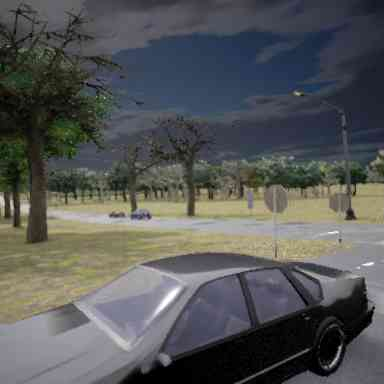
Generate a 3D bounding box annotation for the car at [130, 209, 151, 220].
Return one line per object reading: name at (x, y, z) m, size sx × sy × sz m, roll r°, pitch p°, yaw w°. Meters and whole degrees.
car at (-8.486, 3.585, 54.566) m, size 2.097 × 1.767 × 4.553 m, roll -2°, pitch -1°, yaw -34°

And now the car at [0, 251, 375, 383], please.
car at (0.063, 1.507, 3.913) m, size 5.357 × 1.411 × 2.033 m, roll -1°, pitch 1°, yaw -36°

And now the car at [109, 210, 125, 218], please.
car at (-14.118, 4.173, 62.787) m, size 1.812 × 1.442 × 4.674 m, roll -2°, pitch -1°, yaw -34°
